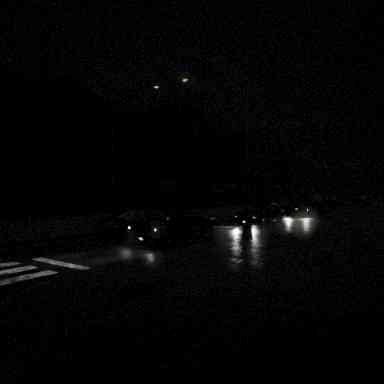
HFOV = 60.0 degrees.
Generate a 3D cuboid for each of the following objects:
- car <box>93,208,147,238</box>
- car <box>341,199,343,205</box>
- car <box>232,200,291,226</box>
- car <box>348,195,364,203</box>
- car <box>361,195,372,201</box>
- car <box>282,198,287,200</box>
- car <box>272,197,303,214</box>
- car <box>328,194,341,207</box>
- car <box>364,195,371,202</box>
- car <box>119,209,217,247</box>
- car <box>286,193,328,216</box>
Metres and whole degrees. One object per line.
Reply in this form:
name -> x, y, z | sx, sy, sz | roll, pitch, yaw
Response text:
car -> -2.875, 1.516, 16.642 | 2.008, 1.369, 4.403 | 0, 0, 35
car -> 23.248, 1.498, 53.818 | 1.947, 1.339, 4.313 | 0, 0, 35
car -> 4.828, 1.493, 23.190 | 2.033, 1.411, 5.357 | 0, 0, 35
car -> 33.043, 1.507, 67.759 | 1.947, 1.339, 4.313 | 0, 0, 35
car -> 42.839, 1.517, 81.701 | 1.887, 1.381, 4.507 | 0, 0, 35
car -> 6.920, 1.522, 30.582 | 1.802, 1.307, 4.206 | 0, 0, 35
car -> 10.185, 1.377, 35.230 | 1.967, 1.590, 4.097 | 0, 0, 35
car -> 19.981, 1.249, 49.171 | 2.192, 1.841, 5.009 | 0, 0, 35
car -> 39.476, 1.485, 76.915 | 1.752, 1.417, 4.829 | 0, 0, 35
car -> -0.796, 1.564, 15.194 | 1.895, 1.301, 4.718 | 0, 0, 35
car -> 10.894, 1.158, 31.807 | 2.150, 2.045, 5.566 | 0, 0, 35
